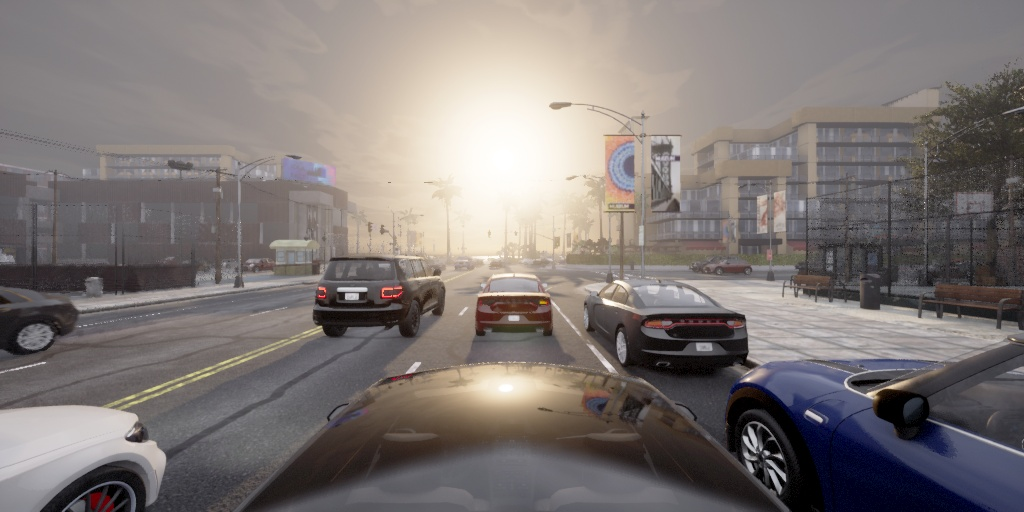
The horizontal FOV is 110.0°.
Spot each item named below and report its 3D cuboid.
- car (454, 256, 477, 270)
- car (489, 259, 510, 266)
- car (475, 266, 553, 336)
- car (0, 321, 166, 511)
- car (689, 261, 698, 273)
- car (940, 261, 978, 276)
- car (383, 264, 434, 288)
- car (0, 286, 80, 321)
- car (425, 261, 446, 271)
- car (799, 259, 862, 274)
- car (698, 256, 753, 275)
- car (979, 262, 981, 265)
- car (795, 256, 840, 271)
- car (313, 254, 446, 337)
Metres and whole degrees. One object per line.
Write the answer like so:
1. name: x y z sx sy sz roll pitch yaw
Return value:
1. car: -6.955 0.970 52.327 2.150 2.045 5.566 0 0 2
2. car: -2.212 1.255 61.554 1.837 1.490 4.892 -1 0 13
3. car: 0.060 1.228 10.424 1.882 1.535 5.008 0 0 0
4. car: -3.410 1.276 0.597 1.812 1.442 4.674 0 0 0
5. car: 23.905 0.971 42.161 5.566 2.045 2.150 0 0 0
6. car: 45.167 1.255 35.252 4.892 1.490 1.837 0 0 -1
7. car: -7.108 1.297 25.294 2.033 1.411 5.357 0 0 0
8. car: -10.601 1.255 5.913 1.837 1.490 4.892 0 0 0
9. car: -10.473 1.351 49.410 1.895 1.301 4.718 0 0 2
10. car: 34.772 1.298 38.738 5.357 1.411 2.033 0 0 0
11. car: 23.158 1.102 38.646 4.553 1.767 2.097 0 0 0
12. car: 45.170 1.102 31.752 4.553 1.767 2.097 0 0 -1
13. car: 36.697 0.974 42.240 5.566 2.045 2.150 0 0 0
14. car: -3.441 0.971 10.435 2.150 2.045 5.566 0 0 0
